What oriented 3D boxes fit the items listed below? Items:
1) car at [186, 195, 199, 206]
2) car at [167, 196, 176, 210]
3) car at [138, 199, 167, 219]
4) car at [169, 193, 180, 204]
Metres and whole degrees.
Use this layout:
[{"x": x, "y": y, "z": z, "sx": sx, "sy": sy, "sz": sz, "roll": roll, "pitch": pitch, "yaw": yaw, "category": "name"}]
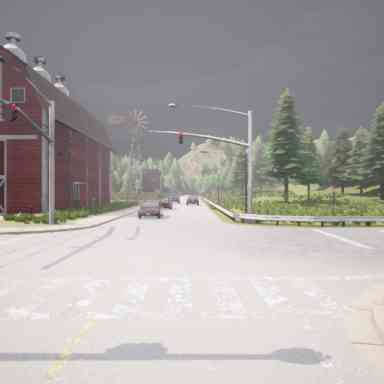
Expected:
[{"x": 0.112, "y": 1.352, "z": 55.632, "sx": 2.097, "sy": 1.767, "sz": 4.553, "roll": 0, "pitch": 0, "yaw": 0, "category": "car"}, {"x": -3.513, "y": 1.600, "z": 42.703, "sx": 1.895, "sy": 1.301, "sz": 4.718, "roll": 0, "pitch": 0, "yaw": 0, "category": "car"}, {"x": -3.541, "y": 1.526, "z": 29.228, "sx": 1.812, "sy": 1.442, "sz": 4.674, "roll": 0, "pitch": 0, "yaw": 0, "category": "car"}, {"x": -3.403, "y": 1.223, "z": 62.527, "sx": 2.150, "sy": 2.045, "sz": 5.566, "roll": 0, "pitch": 0, "yaw": 1, "category": "car"}]
